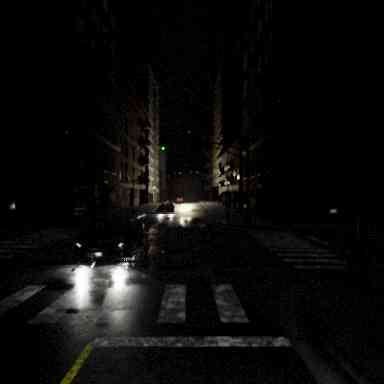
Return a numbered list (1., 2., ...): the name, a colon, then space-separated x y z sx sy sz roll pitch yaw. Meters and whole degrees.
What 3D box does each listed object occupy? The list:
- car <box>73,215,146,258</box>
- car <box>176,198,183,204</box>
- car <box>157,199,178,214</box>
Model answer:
1. car: -3.020 1.655 13.412 2.033 1.411 5.357 0 0 0
2. car: -3.143 2.102 82.184 1.882 1.535 5.008 0 0 0
3. car: -3.069 1.921 39.943 1.994 1.385 4.181 0 0 0
